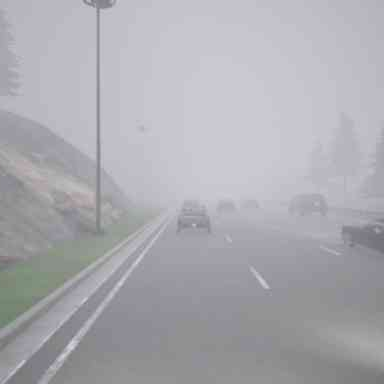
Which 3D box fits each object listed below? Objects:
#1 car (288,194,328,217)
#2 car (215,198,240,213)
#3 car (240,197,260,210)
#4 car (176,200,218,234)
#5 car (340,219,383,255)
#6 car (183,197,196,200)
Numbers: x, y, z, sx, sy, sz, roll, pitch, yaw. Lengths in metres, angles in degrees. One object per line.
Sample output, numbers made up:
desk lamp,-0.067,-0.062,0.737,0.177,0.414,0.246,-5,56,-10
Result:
car,10.605,1.171,30.832,2.150,2.045,5.566,0,0,0
car,3.604,1.421,35.949,1.882,1.535,5.008,0,0,0
car,6.996,1.440,40.837,1.837,1.490,4.892,0,0,-3
car,0.103,1.461,19.114,2.128,1.511,4.902,0,0,0
car,7.101,1.582,11.743,1.895,1.301,4.718,0,0,0
car,-0.339,1.409,43.735,1.882,1.535,5.008,1,0,-6
